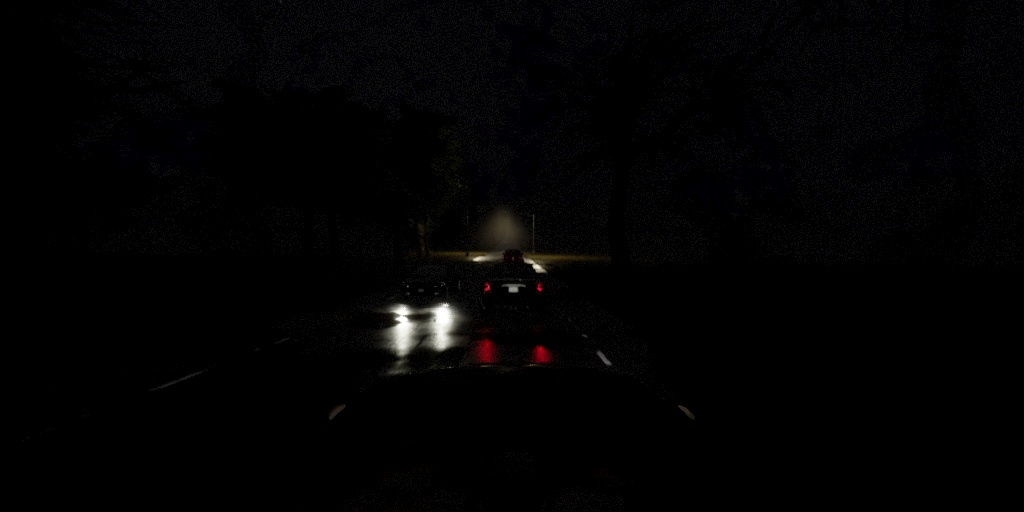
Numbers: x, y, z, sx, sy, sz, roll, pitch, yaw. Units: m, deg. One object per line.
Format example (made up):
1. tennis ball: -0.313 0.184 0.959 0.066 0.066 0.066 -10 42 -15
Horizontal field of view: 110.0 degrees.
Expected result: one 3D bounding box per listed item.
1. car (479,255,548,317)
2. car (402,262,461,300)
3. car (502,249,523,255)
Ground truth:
1. car: 0.058 0.981 12.793 2.097 1.767 4.553 0 1 0
2. car: -3.568 1.050 16.567 1.882 1.535 5.008 0 1 0
3. car: 0.099 0.251 40.905 2.150 2.045 5.566 0 2 0
